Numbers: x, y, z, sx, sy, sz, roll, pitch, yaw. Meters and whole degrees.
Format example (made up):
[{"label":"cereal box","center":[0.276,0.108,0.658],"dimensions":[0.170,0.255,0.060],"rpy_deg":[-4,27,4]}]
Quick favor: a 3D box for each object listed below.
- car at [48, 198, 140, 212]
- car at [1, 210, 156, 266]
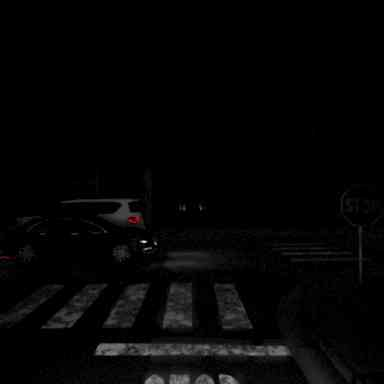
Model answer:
[{"label":"car","center":[-4.761,1.314,14.044],"dimensions":[5.566,2.045,2.150],"rpy_deg":[-1,-1,0]},{"label":"car","center":[-3.645,1.523,11.086],"dimensions":[4.892,1.490,1.837],"rpy_deg":[-1,-1,0]}]
